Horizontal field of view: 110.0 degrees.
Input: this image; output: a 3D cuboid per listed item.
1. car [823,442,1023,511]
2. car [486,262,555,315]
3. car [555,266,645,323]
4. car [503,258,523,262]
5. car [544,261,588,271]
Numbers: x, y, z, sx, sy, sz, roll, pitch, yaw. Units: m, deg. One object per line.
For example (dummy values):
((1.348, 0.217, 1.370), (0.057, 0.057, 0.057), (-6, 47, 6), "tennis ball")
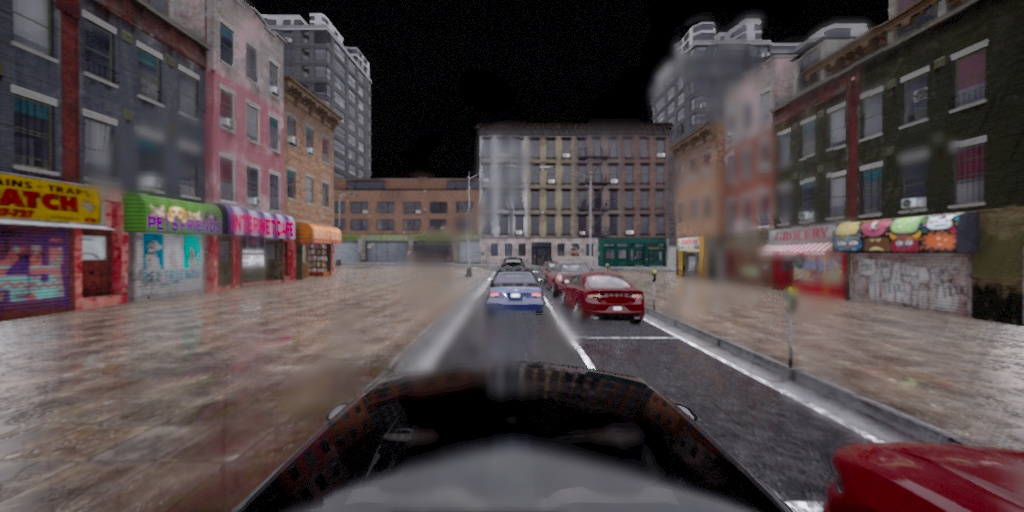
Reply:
((2.639, 1.319, 0.212), (1.888, 1.381, 4.507), (0, 0, 0), "car")
((0.093, 1.122, 12.623), (2.033, 1.411, 5.357), (0, 1, 0), "car")
((2.640, 1.142, 11.217), (1.888, 1.381, 4.507), (0, 0, 0), "car")
((0.095, 0.857, 26.444), (1.837, 1.490, 4.892), (0, 0, 1), "car")
((2.641, 0.949, 16.720), (1.967, 1.591, 4.097), (0, 0, 0), "car")
